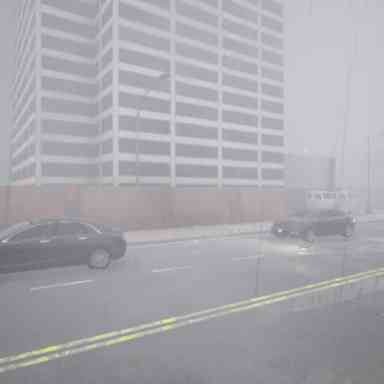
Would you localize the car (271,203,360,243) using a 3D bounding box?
[{"bbox_3d":[5.959,1.499,16.172,4.892,1.490,1.837,0,0,-33],"label":"car"}]

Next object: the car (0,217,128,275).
[{"bbox_3d":[-4.299,1.506,9.520,4.892,1.490,1.837,1,0,-33],"label":"car"}]
